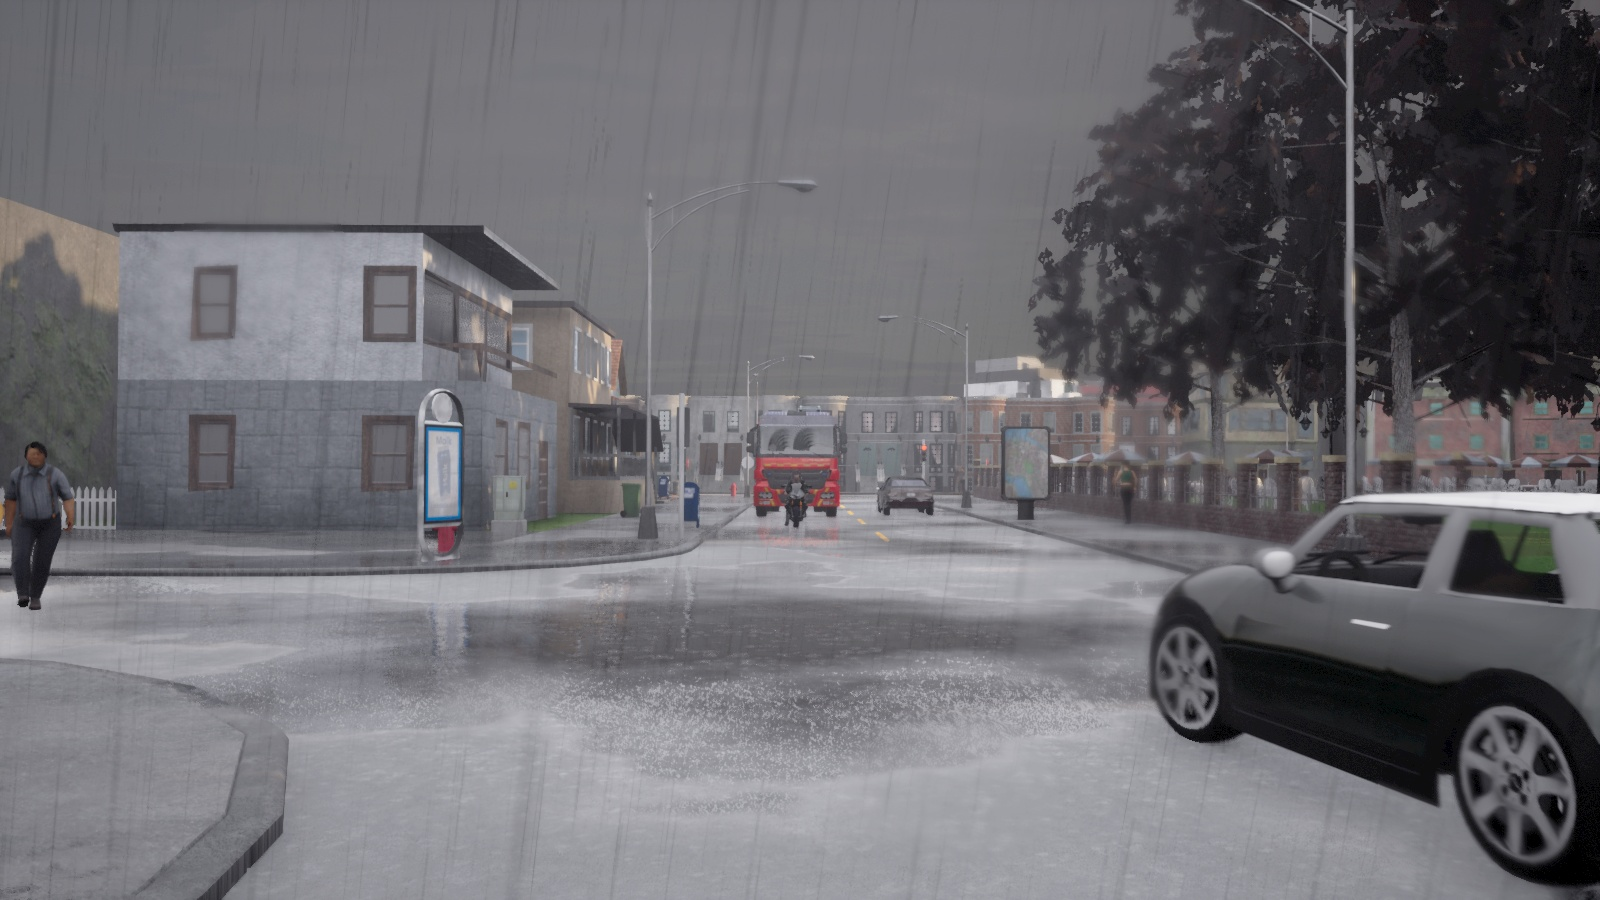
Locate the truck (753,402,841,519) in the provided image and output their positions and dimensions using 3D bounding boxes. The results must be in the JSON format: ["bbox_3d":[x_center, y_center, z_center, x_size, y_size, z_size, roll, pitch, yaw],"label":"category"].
[{"bbox_3d":[-0.113,0.411,45.386,2.891,3.827,8.468,0,-1,0],"label":"truck"}]

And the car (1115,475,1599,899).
[{"bbox_3d":[3.346,0.873,6.341,1.970,1.475,3.806,0,-1,-11],"label":"car"}]

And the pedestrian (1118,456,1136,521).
[{"bbox_3d":[9.243,1.082,35.509,0.345,1.836,0.594,0,-1,0],"label":"pedestrian"}]

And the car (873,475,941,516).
[{"bbox_3d":[3.891,1.627,46.601,2.033,1.411,5.357,0,-1,0],"label":"car"}]

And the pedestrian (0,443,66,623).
[{"bbox_3d":[-8.158,0.861,13.369,0.540,1.848,0.694,0,-1,-27],"label":"pedestrian"}]

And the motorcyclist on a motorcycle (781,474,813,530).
[{"bbox_3d":[-0.087,1.444,35.441,0.866,1.530,2.191,0,-1,0],"label":"motorcyclist on a motorcycle"}]
